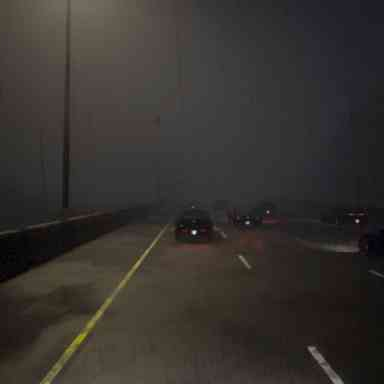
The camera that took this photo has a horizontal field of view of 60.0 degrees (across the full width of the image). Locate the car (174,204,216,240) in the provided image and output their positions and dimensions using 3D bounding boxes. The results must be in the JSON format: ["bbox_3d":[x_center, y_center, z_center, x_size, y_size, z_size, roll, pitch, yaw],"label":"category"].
[{"bbox_3d":[0.103,1.605,17.734,1.837,1.490,4.892,0,0,0],"label":"car"}]

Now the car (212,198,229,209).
[{"bbox_3d":[3.607,1.528,42.014,1.882,1.535,5.008,0,0,0],"label":"car"}]

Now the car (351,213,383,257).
[{"bbox_3d":[7.102,1.599,10.414,1.812,1.442,4.674,0,0,0],"label":"car"}]

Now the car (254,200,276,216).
[{"bbox_3d":[7.105,1.597,33.593,1.837,1.490,4.892,0,0,0],"label":"car"}]

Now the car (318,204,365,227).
[{"bbox_3d":[10.604,1.613,23.738,1.837,1.490,4.892,0,0,0],"label":"car"}]

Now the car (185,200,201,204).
[{"bbox_3d":[0.106,1.634,38.459,1.994,1.385,4.181,0,0,0],"label":"car"}]

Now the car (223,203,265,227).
[{"bbox_3d":[3.604,1.708,23.755,1.895,1.301,4.718,0,0,0],"label":"car"}]
